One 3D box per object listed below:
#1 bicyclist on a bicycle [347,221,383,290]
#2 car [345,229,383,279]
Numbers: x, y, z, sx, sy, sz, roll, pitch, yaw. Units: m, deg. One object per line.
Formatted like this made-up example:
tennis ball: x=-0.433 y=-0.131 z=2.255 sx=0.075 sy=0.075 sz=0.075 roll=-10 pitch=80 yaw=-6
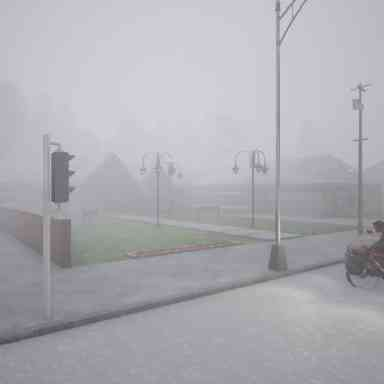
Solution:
bicyclist on a bicycle: x=4.443 y=1.491 z=7.593 sx=1.656 sy=1.620 sz=0.582 roll=1 pitch=-7 yaw=20
car: x=6.272 y=1.478 z=9.340 sx=5.008 sy=1.535 sz=1.882 roll=0 pitch=0 yaw=-36
